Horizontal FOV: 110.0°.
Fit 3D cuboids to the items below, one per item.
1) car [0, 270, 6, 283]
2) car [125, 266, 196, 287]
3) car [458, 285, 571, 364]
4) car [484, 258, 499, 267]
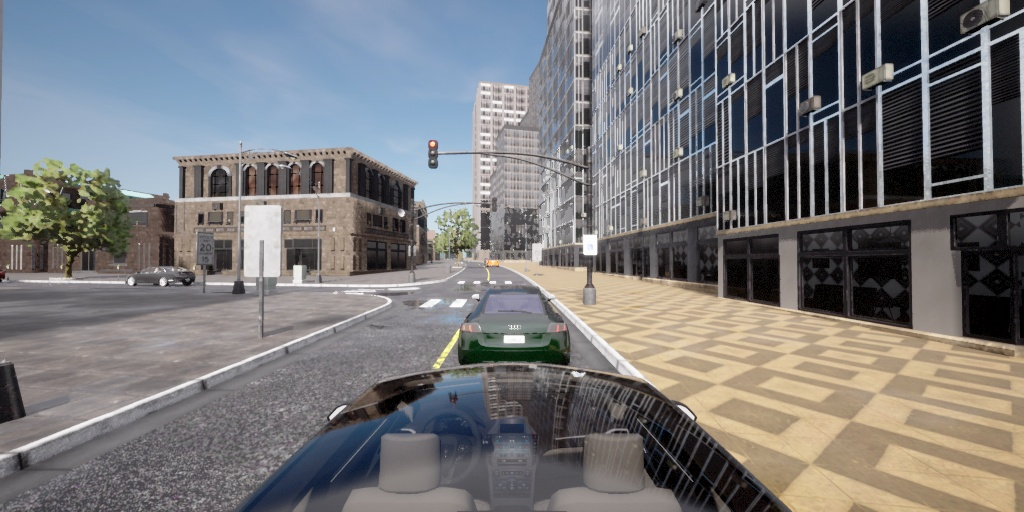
[{"bbox_3d":[-41.453,1.380,27.465,4.507,1.381,1.888,0,0,9],"label":"car"},{"bbox_3d":[-24.214,1.378,24.710,4.403,1.370,2.007,0,0,9],"label":"car"},{"bbox_3d":[0.039,1.315,7.799,1.994,1.385,4.181,0,0,0],"label":"car"},{"bbox_3d":[-3.561,1.096,64.696,2.097,1.767,4.553,0,0,-7],"label":"car"}]
